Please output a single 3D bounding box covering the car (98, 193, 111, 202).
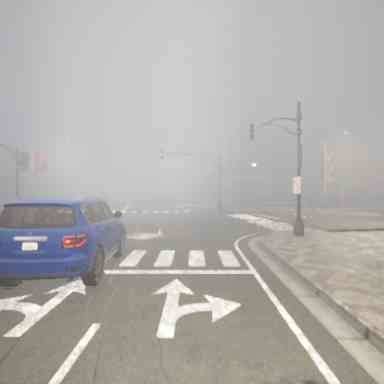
[{"bbox_3d":[-16.201,1.032,61.666,1.882,1.535,5.008,0,0,-8],"label":"car"}]

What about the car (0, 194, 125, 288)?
[{"bbox_3d":[-3.294,1.147,9.220,2.150,2.045,5.566,0,0,-2],"label":"car"}]

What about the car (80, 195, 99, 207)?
[{"bbox_3d":[-13.556,1.198,44.220,1.812,1.442,4.674,0,1,-9],"label":"car"}]
